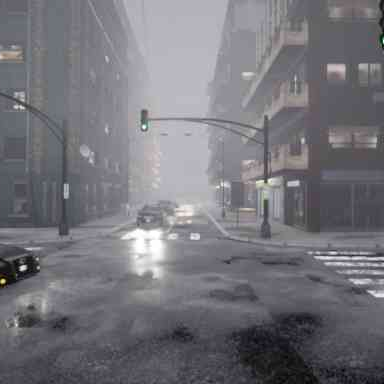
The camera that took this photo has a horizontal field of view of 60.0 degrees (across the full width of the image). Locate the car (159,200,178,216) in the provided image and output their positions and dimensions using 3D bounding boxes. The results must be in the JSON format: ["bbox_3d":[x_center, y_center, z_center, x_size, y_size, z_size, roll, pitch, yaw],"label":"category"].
[{"bbox_3d":[-2.992,1.637,36.434,2.097,1.767,4.553,0,0,0],"label":"car"}]

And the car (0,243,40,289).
[{"bbox_3d":[-6.004,1.644,8.065,4.181,1.385,1.994,0,-1,4],"label":"car"}]

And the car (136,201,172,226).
[{"bbox_3d":[-2.946,1.680,24.882,2.128,1.511,4.902,0,0,0],"label":"car"}]
